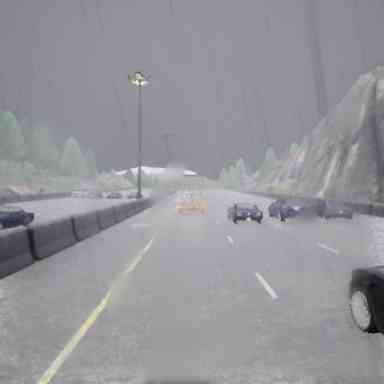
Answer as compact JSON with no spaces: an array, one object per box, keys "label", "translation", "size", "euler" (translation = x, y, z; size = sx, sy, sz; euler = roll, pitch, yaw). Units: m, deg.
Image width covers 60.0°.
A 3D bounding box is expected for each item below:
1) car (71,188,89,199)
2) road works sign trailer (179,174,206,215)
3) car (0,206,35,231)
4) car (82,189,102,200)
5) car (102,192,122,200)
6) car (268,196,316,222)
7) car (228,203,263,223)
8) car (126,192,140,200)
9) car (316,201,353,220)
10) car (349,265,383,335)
[{"label":"car","translation":[-21.024,0.254,63.195],"size":[2.150,2.045,5.566],"euler":[0,2,0]},{"label":"road works sign trailer","translation":[-0.019,0.177,30.639],"size":[2.380,3.560,2.880],"euler":[0,1,0]},{"label":"car","translation":[-10.604,1.471,18.306],"size":[1.895,1.301,4.718],"euler":[0,1,0]},{"label":"car","translation":[-17.547,0.607,60.208],"size":[2.128,1.511,4.902],"euler":[0,1,1]},{"label":"car","translation":[-14.041,0.659,60.216],"size":[2.033,1.411,5.357],"euler":[0,1,1]},{"label":"car","translation":[7.092,1.148,24.662],"size":[2.097,1.767,4.553],"euler":[0,1,0]},{"label":"car","translation":[3.593,1.414,23.297],"size":[1.895,1.301,4.718],"euler":[0,1,0]},{"label":"car","translation":[-10.556,0.674,60.245],"size":[1.994,1.385,4.181],"euler":[0,2,1]},{"label":"car","translation":[10.592,1.348,25.633],"size":[1.994,1.385,4.181],"euler":[0,1,0]},{"label":"car","translation":[3.599,1.462,3.679],"size":[1.882,1.535,5.008],"euler":[0,0,0]}]
